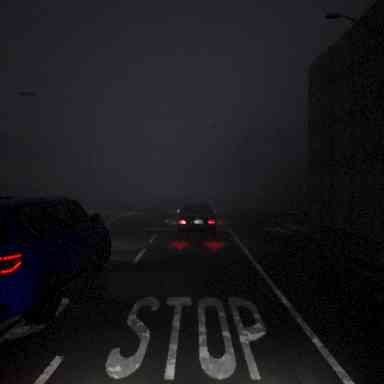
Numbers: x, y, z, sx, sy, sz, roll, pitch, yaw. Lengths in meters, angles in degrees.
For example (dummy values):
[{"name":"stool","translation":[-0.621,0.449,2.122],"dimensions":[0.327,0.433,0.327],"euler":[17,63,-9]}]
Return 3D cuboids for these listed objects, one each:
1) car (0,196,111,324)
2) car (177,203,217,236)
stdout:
[{"name":"car","translation":[-3.343,1.080,6.962],"dimensions":[2.150,2.045,5.566],"euler":[0,2,0]},{"name":"car","translation":[0.228,1.229,16.210],"dimensions":[2.033,1.411,5.357],"euler":[0,1,0]}]
